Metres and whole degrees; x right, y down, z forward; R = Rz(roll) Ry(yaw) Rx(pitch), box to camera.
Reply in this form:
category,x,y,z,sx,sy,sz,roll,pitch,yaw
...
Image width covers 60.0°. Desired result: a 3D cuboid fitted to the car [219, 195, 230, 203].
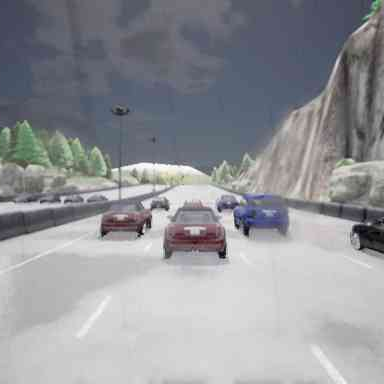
category,x,y,z,sx,sy,sz,roll,pitch,yaw
car,3.603,1.090,34.581,2.097,1.767,4.553,0,1,0

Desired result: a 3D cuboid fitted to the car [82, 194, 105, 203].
category,x,y,z,sx,sy,sz,roll,pitch,yaw
car,-14.064,1.044,49.247,2.033,1.411,5.357,0,1,0

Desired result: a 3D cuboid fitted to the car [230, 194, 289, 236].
category,x,y,z,sx,sy,sz,roll,pitch,yaw
car,3.603,1.138,18.110,2.150,2.045,5.566,0,0,0

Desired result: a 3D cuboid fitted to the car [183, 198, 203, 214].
category,x,y,z,sx,sy,sz,roll,pitch,yaw
car,0.103,1.358,33.173,1.895,1.301,4.718,0,1,0

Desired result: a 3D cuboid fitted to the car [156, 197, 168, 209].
category,x,y,z,sx,sy,sz,roll,pitch,yaw
car,-3.396,1.247,35.852,1.812,1.442,4.674,0,1,0

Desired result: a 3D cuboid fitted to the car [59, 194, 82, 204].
category,x,y,z,sx,sy,sz,roll,pitch,yaw
car,-17.562,1.055,49.588,1.994,1.385,4.181,0,1,0

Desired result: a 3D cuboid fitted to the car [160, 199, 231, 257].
category,x,y,z,sx,sy,sz,roll,pitch,yaw
car,0.101,1.306,12.817,2.097,1.767,4.553,0,0,0

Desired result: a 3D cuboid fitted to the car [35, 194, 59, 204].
category,x,y,z,sx,sy,sz,roll,pitch,yaw
car,-21.060,1.056,49.482,1.994,1.385,4.181,0,1,0

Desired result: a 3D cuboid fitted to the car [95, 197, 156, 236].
category,x,y,z,sx,sy,sz,roll,pitch,yaw
car,-3.397,1.270,17.995,2.097,1.767,4.553,0,0,0

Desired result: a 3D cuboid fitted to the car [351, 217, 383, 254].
category,x,y,z,sx,sy,sz,roll,pitch,yaw
car,7.100,1.441,10.923,1.882,1.535,5.008,0,0,0

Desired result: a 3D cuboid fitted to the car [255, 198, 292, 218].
category,x,y,z,sx,sy,sz,roll,pitch,yaw
car,7.104,1.350,29.612,2.033,1.411,5.357,0,1,0

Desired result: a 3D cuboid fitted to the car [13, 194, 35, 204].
category,x,y,z,sx,sy,sz,roll,pitch,yaw
car,-24.556,0.990,49.158,2.128,1.511,4.902,0,1,0
